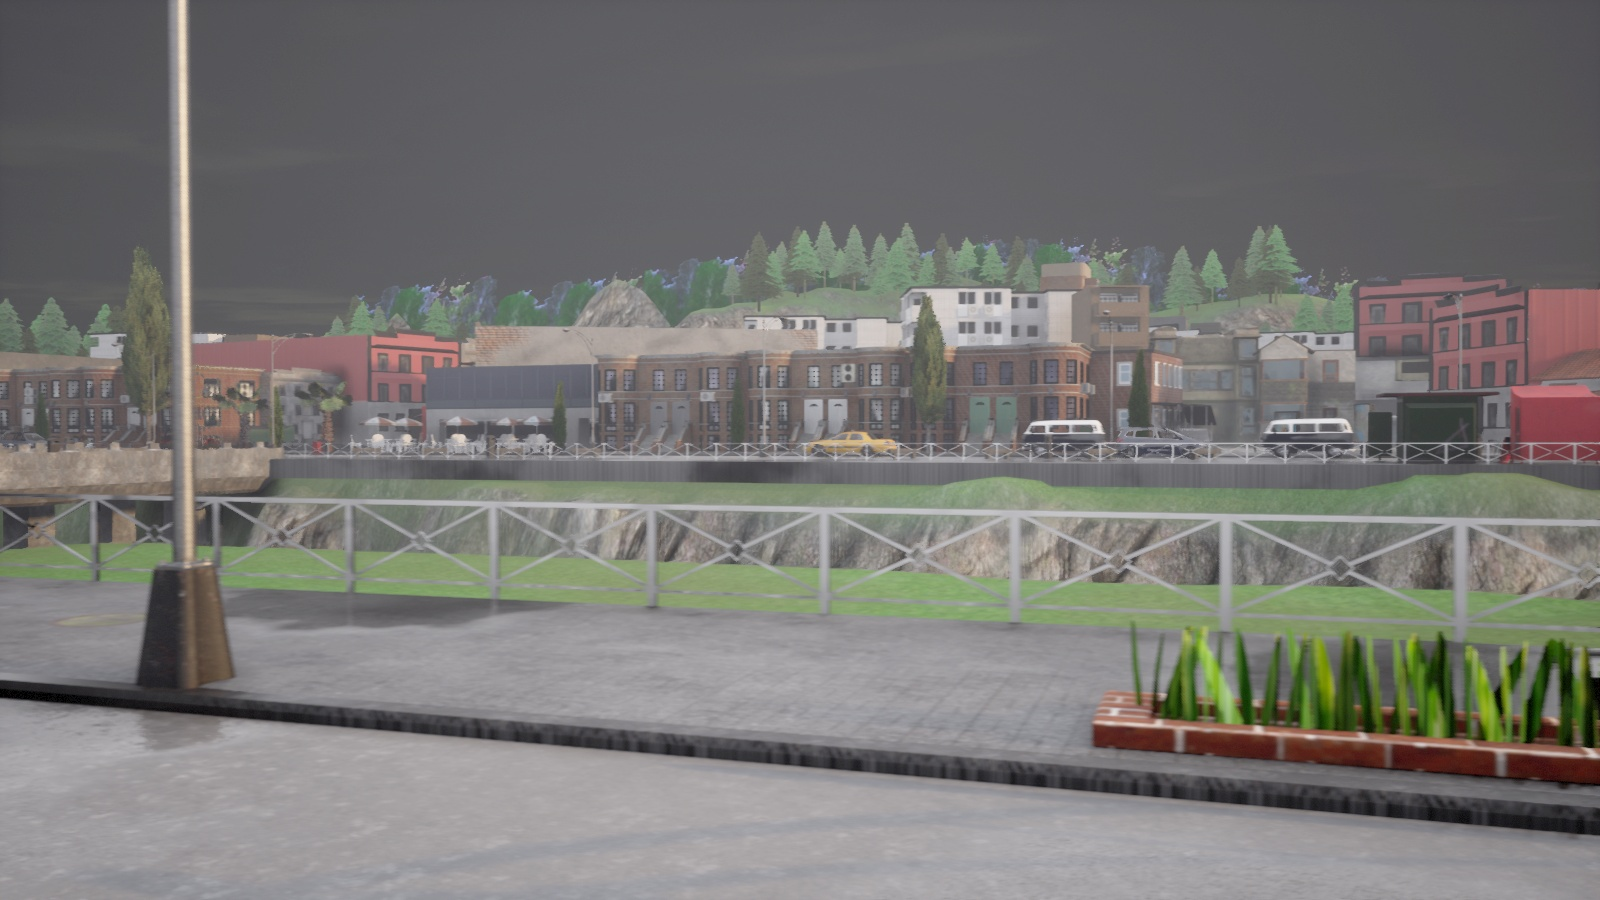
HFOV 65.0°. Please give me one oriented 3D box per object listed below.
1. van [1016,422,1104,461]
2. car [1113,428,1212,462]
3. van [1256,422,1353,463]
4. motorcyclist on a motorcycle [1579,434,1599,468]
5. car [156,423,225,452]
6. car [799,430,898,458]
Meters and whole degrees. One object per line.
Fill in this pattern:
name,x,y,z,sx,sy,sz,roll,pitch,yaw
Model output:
van,14.153,-0.490,68.263,4.480,2.038,2.069,1,1,19
car,18.118,-0.265,62.714,4.611,1.667,2.242,1,1,19
van,25.779,-0.384,64.357,4.480,2.038,2.069,1,1,19
motorcyclist on a motorcycle,36.401,0.040,56.572,2.044,1.523,0.797,1,1,19
car,-39.888,-0.844,82.201,3.866,1.878,1.905,1,1,19
car,2.792,-0.378,72.084,5.366,1.575,1.801,1,1,19
